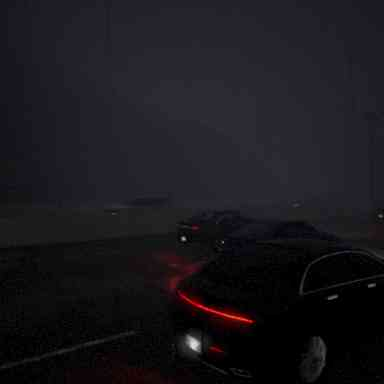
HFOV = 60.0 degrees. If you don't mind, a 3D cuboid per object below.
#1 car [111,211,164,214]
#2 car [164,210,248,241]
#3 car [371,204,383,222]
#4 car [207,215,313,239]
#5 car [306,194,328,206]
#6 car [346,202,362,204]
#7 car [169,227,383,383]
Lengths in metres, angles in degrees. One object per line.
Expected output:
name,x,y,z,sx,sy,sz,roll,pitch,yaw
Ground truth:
car,-3.561,1.272,23.427,5.566,2.045,2.150,0,0,-39
car,1.588,1.527,13.882,4.902,1.511,2.128,0,0,-38
car,15.511,1.610,25.958,4.674,1.442,1.812,0,0,-43
car,2.916,1.555,10.466,4.674,1.442,1.812,0,0,-38
car,22.471,1.396,59.766,2.150,2.045,5.566,0,0,39
car,25.369,1.639,52.225,1.882,1.535,5.008,0,0,40
car,1.955,1.520,5.323,4.892,1.490,1.837,0,0,-37
